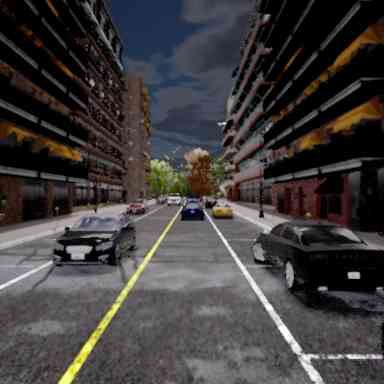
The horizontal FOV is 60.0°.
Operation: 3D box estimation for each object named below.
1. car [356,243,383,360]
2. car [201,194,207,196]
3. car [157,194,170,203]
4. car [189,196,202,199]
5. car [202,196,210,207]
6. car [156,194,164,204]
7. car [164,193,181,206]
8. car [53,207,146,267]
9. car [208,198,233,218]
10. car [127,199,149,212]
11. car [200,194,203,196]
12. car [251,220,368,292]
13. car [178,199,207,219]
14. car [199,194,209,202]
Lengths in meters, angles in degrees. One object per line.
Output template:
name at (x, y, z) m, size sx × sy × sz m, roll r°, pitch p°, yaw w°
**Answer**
car at (3.139, 1.479, 1.897) m, size 1.882 × 1.535 × 5.008 m, roll 0°, pitch 0°, yaw 0°
car at (2.834, 1.559, 57.757) m, size 1.752 × 1.417 × 4.829 m, roll 1°, pitch 0°, yaw 0°
car at (-5.810, 1.356, 68.756) m, size 2.192 × 1.841 × 5.009 m, roll 1°, pitch 0°, yaw 0°
car at (0.073, 1.550, 44.600) m, size 1.812 × 1.442 × 4.674 m, roll 0°, pitch 0°, yaw 0°
car at (2.769, 1.592, 47.093) m, size 1.947 × 1.339 × 4.313 m, roll 1°, pitch 0°, yaw 0°
car at (-5.813, 1.588, 63.188) m, size 2.008 × 1.369 × 4.403 m, roll 1°, pitch 0°, yaw 0°
car at (-3.003, 1.261, 56.782) m, size 2.150 × 2.045 × 5.566 m, roll 0°, pitch 0°, yaw 0°
car at (-3.101, 1.498, 11.487) m, size 2.128 × 1.511 × 4.902 m, roll 0°, pitch 0°, yaw 0°
car at (2.708, 1.541, 29.917) m, size 1.752 × 1.417 × 4.829 m, roll 1°, pitch 0°, yaw 0°
car at (-5.699, 1.459, 35.347) m, size 1.967 × 1.590 × 4.097 m, roll 1°, pitch 0°, yaw 0°
car at (2.834, 1.592, 68.724) m, size 2.008 × 1.369 × 4.403 m, roll 1°, pitch 0°, yaw 0°
car at (3.099, 1.482, 8.993) m, size 1.882 × 1.535 × 5.008 m, roll 0°, pitch 0°, yaw -2°
car at (0.073, 1.580, 29.065) m, size 1.994 × 1.385 × 4.181 m, roll 0°, pitch 0°, yaw 1°
car at (2.836, 1.365, 79.859) m, size 2.192 × 1.841 × 5.009 m, roll 1°, pitch 0°, yaw 0°
